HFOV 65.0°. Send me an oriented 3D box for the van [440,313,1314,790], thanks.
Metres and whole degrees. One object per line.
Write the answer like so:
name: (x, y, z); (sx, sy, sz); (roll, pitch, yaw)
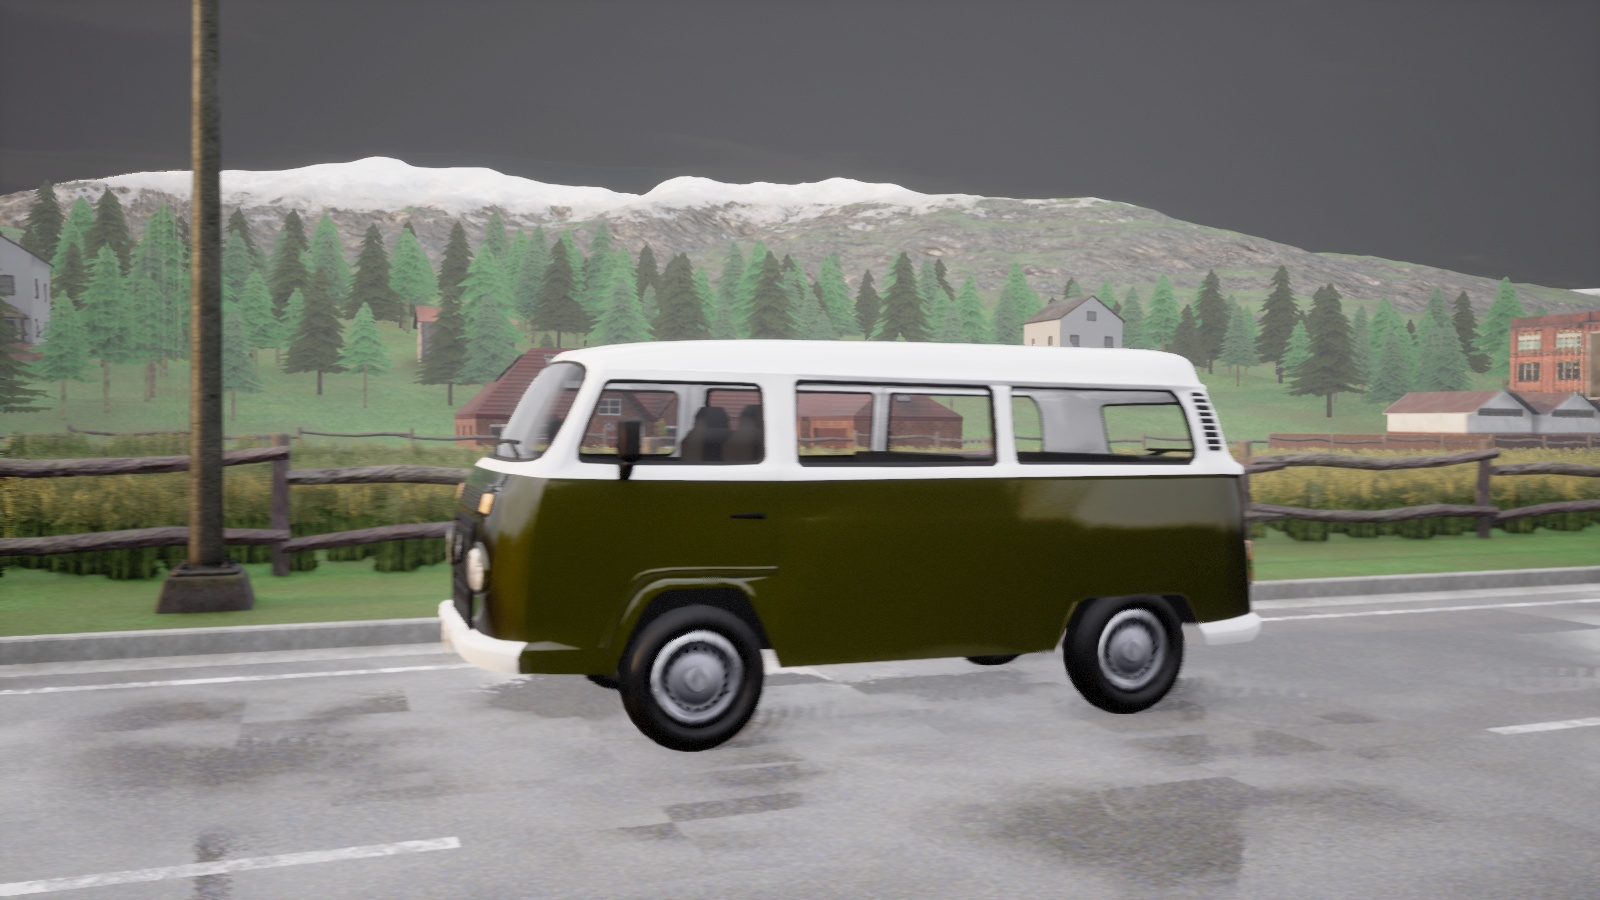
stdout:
van: (0.381, 0.393, 7.124); (4.480, 2.038, 2.069); (-1, 1, -21)
